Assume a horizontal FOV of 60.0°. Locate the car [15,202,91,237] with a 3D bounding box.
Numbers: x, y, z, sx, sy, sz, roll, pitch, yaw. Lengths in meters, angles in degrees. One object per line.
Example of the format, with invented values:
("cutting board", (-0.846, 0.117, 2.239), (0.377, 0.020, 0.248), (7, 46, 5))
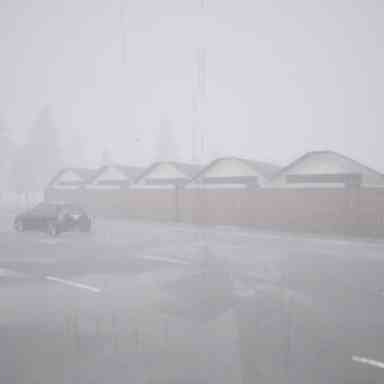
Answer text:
("car", (-7.552, 1.313, 17.922), (4.553, 1.767, 2.097), (0, 0, 35))
